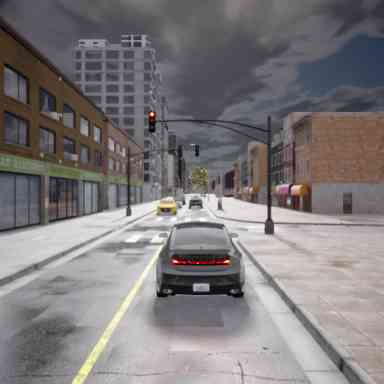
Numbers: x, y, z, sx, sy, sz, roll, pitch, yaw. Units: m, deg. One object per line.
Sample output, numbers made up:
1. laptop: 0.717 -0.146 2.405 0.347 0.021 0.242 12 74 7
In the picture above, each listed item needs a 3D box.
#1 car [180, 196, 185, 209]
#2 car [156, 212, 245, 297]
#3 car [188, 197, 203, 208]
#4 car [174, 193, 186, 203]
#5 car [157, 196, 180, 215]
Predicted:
1. car: -2.405 1.589 45.527 1.895 1.301 4.718 0 0 1
2. car: 0.176 1.504 8.526 1.837 1.490 4.892 0 0 0
3. car: 0.561 1.491 47.655 1.837 1.490 4.892 0 0 1
4. car: -2.261 1.197 58.409 2.150 2.045 5.566 0 0 0
5. car: -2.505 1.472 34.171 1.882 1.535 5.008 0 0 0
